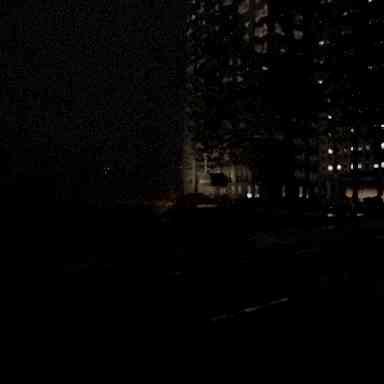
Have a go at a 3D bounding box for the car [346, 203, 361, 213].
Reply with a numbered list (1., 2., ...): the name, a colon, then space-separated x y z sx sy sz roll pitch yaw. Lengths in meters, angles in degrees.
1. car: 15.037 1.478 35.512 2.033 1.411 5.357 1 0 -34

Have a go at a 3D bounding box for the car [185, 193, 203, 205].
1. car: -0.794 1.330 53.375 1.882 1.535 5.008 1 -1 -34

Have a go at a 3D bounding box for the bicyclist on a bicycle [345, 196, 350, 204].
1. bicyclist on a bicycle: 21.309 1.375 45.669 1.656 1.620 0.582 1 0 -34

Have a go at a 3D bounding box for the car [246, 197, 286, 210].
1. car: 9.634 1.407 43.592 2.128 1.511 4.902 1 0 -34

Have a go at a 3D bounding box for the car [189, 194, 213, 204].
1. car: 1.631 1.287 61.584 2.097 1.767 4.553 1 0 -34

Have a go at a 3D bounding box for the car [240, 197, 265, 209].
1. car: 7.211 1.363 41.371 2.128 1.511 4.902 1 0 -34

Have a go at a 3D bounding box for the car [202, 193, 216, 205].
1. car: 1.078 1.118 56.429 2.150 2.045 5.566 1 -1 -33

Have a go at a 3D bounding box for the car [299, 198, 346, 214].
1. car: 12.424 1.391 33.575 1.837 1.490 4.892 1 0 -34

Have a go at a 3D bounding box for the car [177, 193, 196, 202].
1. car: -1.227 1.189 71.706 2.097 1.767 4.553 1 0 -34
